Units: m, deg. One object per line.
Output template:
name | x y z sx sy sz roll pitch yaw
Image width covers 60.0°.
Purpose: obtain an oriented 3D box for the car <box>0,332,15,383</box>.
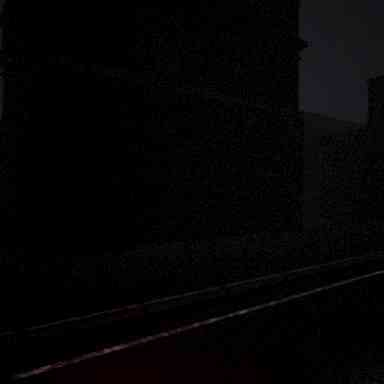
car | -3.324 1.605 1.326 4.718 1.301 1.895 0 0 -35
